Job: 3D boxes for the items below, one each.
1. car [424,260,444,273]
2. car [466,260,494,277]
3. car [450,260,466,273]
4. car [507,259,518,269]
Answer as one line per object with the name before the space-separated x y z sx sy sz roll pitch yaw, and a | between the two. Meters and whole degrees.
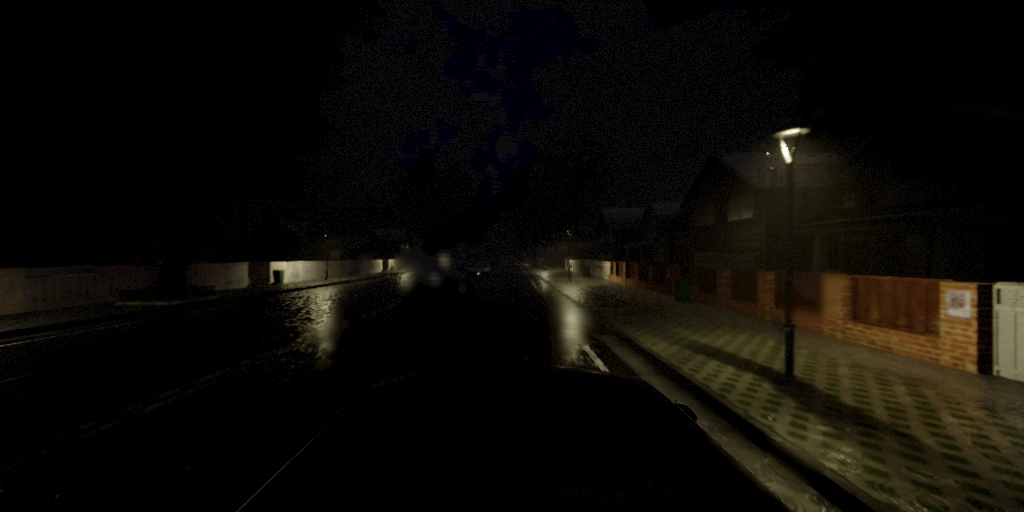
car | -9.855 1.288 45.656 2.128 1.511 4.902 0 0 0
car | -3.175 1.378 36.265 1.895 1.301 4.718 0 0 0
car | -6.608 1.299 45.485 1.837 1.490 4.892 0 -1 0
car | 0.056 1.357 59.186 2.033 1.411 5.357 0 0 0
